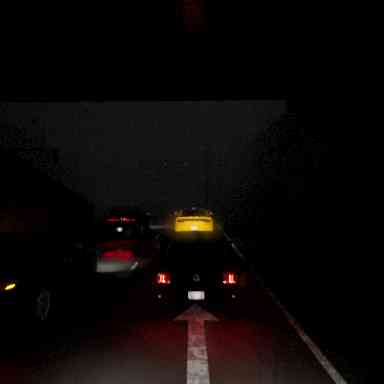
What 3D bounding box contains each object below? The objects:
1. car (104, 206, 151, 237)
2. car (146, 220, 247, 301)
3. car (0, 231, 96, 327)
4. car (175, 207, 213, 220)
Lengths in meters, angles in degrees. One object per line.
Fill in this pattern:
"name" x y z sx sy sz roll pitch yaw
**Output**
"car" -3.406 1.532 18.081 1.837 1.490 4.892 0 -1 0
"car" 0.089 1.614 8.326 1.895 1.301 4.718 0 0 0
"car" -3.416 1.538 6.904 1.812 1.442 4.674 0 -1 0
"car" 0.095 1.506 17.670 1.882 1.535 5.008 0 0 0
